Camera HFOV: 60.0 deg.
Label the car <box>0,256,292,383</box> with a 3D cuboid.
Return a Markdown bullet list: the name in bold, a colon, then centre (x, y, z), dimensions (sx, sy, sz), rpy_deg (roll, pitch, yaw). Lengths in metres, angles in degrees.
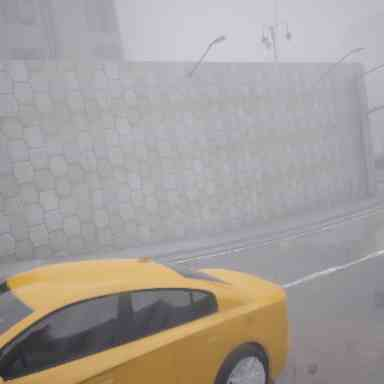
- **car**: centre (-1.194, 1.475, 3.138), dimensions (5.008, 1.535, 1.882), rpy_deg (0, 0, -35)

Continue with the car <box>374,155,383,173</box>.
- **car**: centre (15.366, -2.324, 32.291), dimensions (1.882, 1.535, 5.008), rpy_deg (-15, 9, -34)
